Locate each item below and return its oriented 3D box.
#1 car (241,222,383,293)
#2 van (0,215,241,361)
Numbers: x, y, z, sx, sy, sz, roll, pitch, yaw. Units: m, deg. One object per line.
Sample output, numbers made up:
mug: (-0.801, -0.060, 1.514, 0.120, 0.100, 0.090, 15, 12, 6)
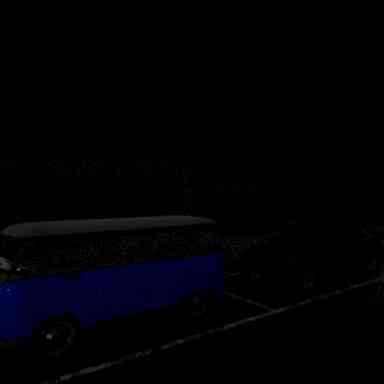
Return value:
car: (3.229, 1.521, 8.772, 4.313, 1.339, 1.947, 0, 0, -35)
van: (-1.278, 1.329, 5.616, 3.998, 1.788, 1.690, 0, 0, -35)
